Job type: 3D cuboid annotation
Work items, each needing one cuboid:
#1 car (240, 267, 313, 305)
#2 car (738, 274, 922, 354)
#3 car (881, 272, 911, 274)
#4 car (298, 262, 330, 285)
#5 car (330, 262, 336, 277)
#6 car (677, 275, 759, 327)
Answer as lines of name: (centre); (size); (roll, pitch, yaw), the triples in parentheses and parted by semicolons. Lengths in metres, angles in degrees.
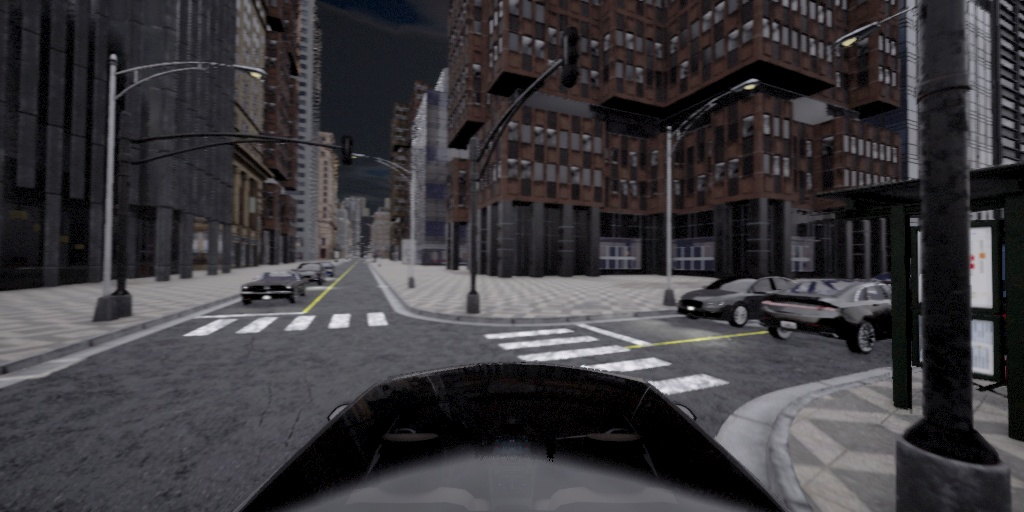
car: (-10.539, 1.335, 16.228); (1.895, 1.301, 4.718); (1, 0, -23)
car: (8.344, 1.328, 8.851); (4.902, 1.511, 2.128); (1, -1, -23)
car: (17.330, 1.467, 15.951); (4.902, 1.511, 2.128); (1, -1, -23)
car: (-14.519, 1.249, 25.812); (1.837, 1.490, 4.892); (1, 0, -23)
car: (-18.525, 1.302, 35.467); (2.033, 1.411, 5.357); (1, 0, -23)
car: (7.795, 1.391, 11.949); (4.892, 1.490, 1.837); (0, -1, -21)
